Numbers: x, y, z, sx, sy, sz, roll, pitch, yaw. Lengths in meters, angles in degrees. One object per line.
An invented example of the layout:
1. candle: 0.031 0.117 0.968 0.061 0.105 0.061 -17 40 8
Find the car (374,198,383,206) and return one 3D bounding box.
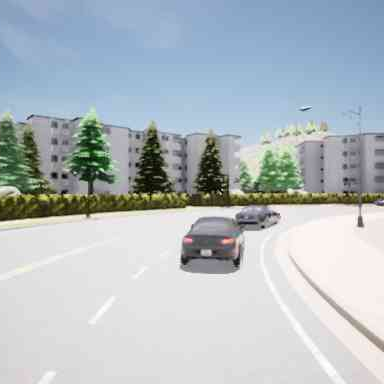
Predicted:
1. car: 31.848 1.474 53.539 4.553 1.767 2.097 0 0 -9

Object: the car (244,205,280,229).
1. car: 4.492 1.599 22.481 2.033 1.411 5.357 0 0 28

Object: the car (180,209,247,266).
1. car: 0.839 1.553 11.609 1.812 1.442 4.674 0 0 11
